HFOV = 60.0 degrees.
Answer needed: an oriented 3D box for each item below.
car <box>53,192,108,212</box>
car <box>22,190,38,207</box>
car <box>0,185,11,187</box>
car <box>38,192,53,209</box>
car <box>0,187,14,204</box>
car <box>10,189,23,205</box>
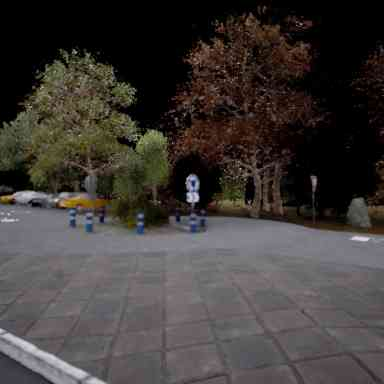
[{"bbox_3d":[-9.834,0.973,30.974,2.097,1.535,5.008,3,1,36],"label":"car"},{"bbox_3d":[-14.229,0.810,34.136,2.163,1.488,4.792,3,1,36],"label":"car"},{"bbox_3d":[-23.146,0.135,40.683,2.435,2.045,5.566,3,2,36],"label":"car"},{"bbox_3d":[-12.050,0.749,32.628,2.185,1.767,4.553,3,2,36],"label":"car"},{"bbox_3d":[-18.800,0.580,37.262,1.946,1.575,5.366,3,2,36],"label":"car"},{"bbox_3d":[-16.454,0.722,35.784,2.002,1.452,4.674,3,2,36],"label":"car"}]
